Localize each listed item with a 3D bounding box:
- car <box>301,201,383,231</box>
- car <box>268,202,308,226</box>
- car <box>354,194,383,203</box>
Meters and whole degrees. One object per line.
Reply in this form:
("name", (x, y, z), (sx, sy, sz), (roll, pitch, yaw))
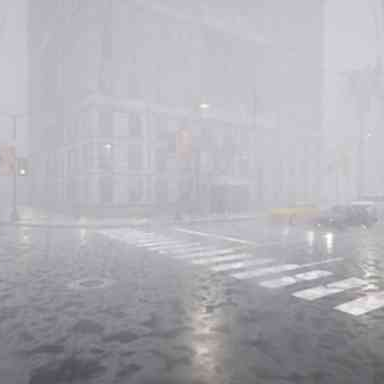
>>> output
("car", (9.571, 1.535, 20.871), (5.357, 1.411, 2.033), (0, 0, -35))
("car", (7.596, 1.465, 23.756), (5.008, 1.535, 1.882), (0, 0, -35))
("car", (15.985, 1.203, 29.520), (5.566, 2.045, 2.150), (0, 0, -34))
